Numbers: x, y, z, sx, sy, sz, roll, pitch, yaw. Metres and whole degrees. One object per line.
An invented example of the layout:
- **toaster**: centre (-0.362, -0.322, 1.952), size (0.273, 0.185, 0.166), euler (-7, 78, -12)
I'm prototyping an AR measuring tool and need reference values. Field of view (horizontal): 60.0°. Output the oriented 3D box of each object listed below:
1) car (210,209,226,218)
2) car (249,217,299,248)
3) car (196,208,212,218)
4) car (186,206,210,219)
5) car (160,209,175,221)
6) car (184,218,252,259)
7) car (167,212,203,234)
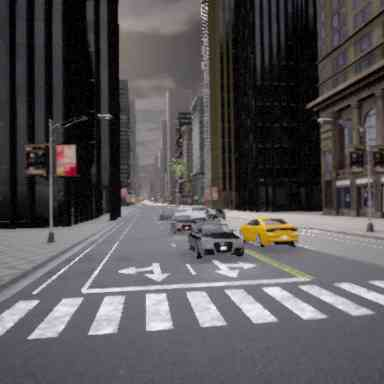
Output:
- **car**: centre (3.419, 3.141, 45.876), size (1.837, 1.490, 4.892), euler (-1, -2, -8)
- **car**: centre (4.072, 2.103, 18.279), size (1.882, 1.535, 5.008), euler (-1, -2, -8)
- **car**: centre (1.924, 3.526, 56.149), size (1.837, 1.490, 4.892), euler (-1, -2, -8)
- **car**: centre (0.473, 2.843, 43.779), size (2.150, 2.045, 5.566), euler (-1, -2, -8)
- **car**: centre (-3.541, 3.206, 48.228), size (2.097, 1.767, 4.553), euler (-1, -2, -8)
- **car**: centre (0.998, 2.140, 15.315), size (1.994, 1.385, 4.181), euler (-1, -2, -8)
- **car**: centre (-0.659, 2.606, 27.144), size (1.994, 1.385, 4.181), euler (-1, -2, -8)
